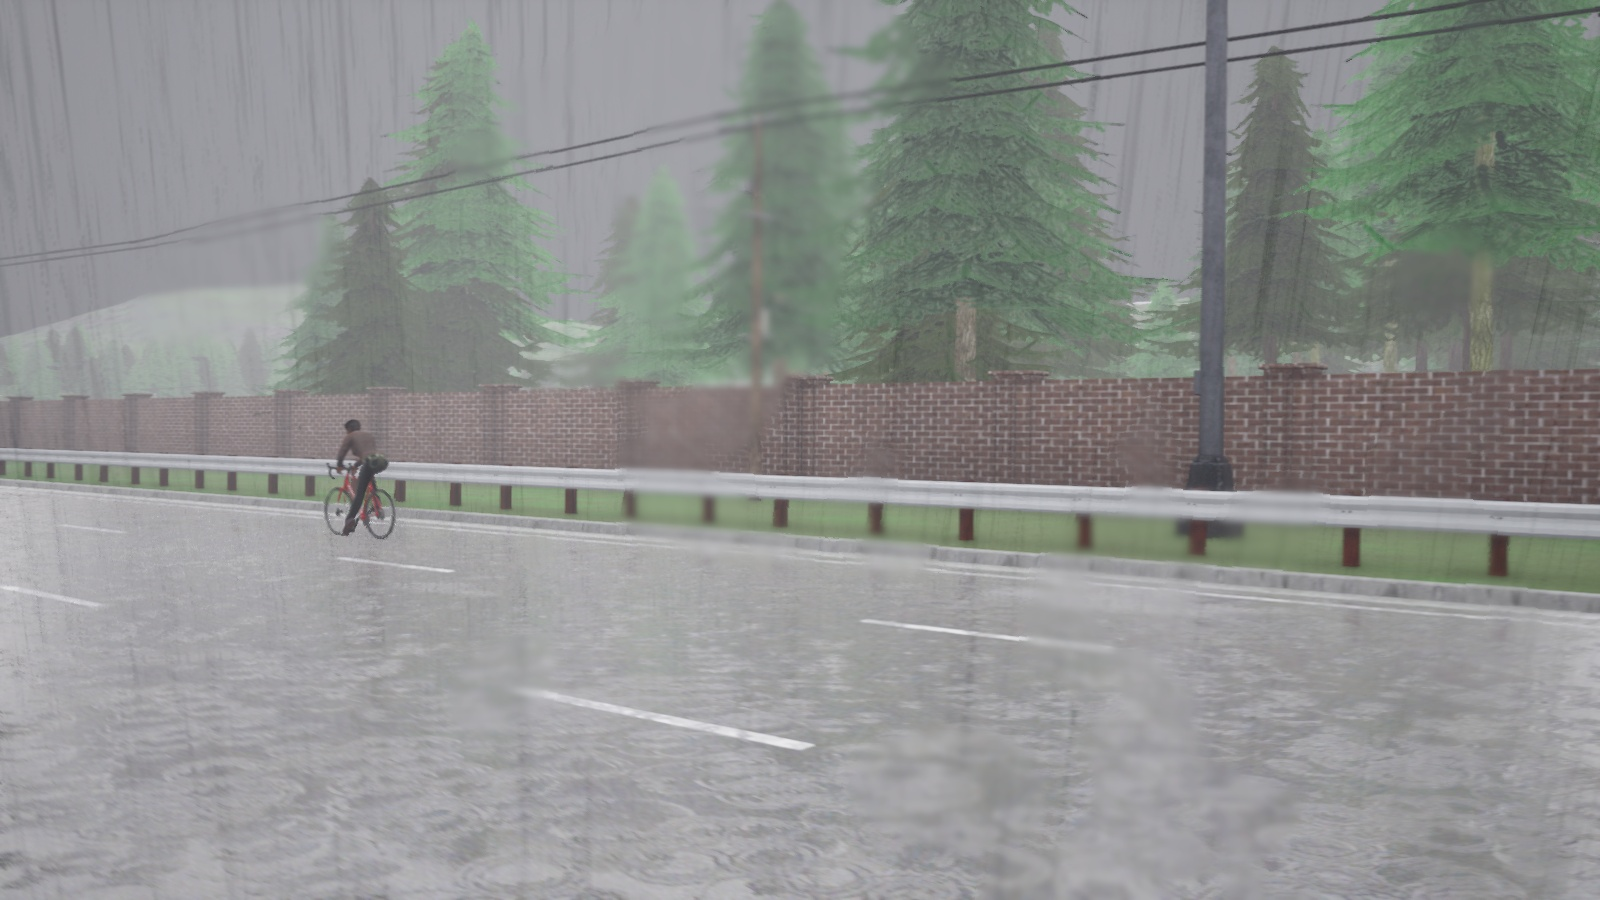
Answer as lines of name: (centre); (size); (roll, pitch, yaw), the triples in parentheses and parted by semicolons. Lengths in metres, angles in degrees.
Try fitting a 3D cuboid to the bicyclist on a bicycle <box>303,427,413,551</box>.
bicyclist on a bicycle: (-6.043, 0.514, 17.141); (1.656, 1.620, 0.582); (0, 1, 37)
